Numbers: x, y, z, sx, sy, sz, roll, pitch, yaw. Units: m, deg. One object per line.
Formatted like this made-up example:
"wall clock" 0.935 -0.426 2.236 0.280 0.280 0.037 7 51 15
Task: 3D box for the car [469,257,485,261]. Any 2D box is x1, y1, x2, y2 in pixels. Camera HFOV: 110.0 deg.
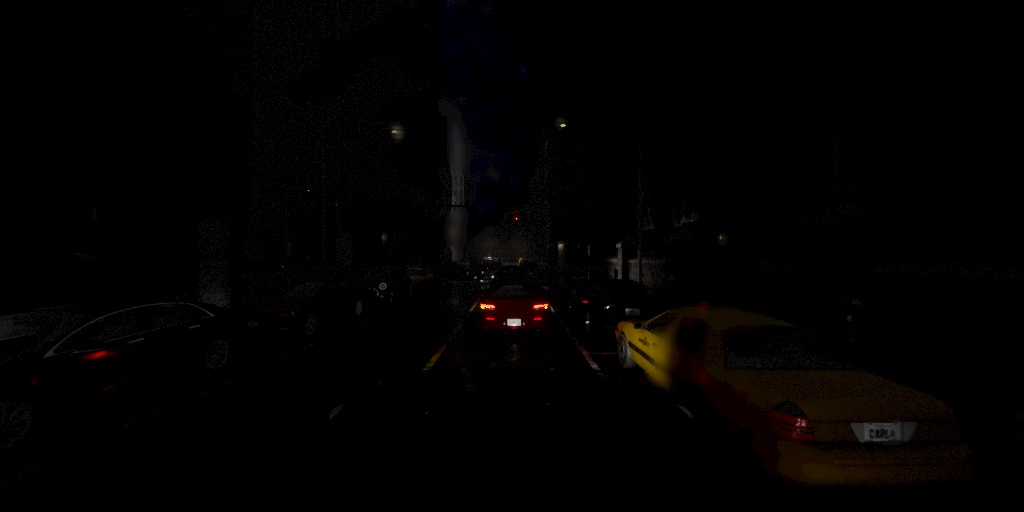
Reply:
"car" -5.811 1.078 58.575 2.192 1.841 5.009 0 0 0

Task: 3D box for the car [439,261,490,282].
"car" -4.247 1.320 28.755 1.895 1.301 4.718 0 1 -44

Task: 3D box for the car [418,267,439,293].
"car" -5.778 1.277 20.997 1.751 1.417 4.829 0 0 0

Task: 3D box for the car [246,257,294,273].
"car" -22.408 0.867 32.604 4.674 1.442 1.812 1 0 0

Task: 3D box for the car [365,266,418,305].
"car" -5.774 1.190 15.711 1.967 1.591 4.097 0 0 0

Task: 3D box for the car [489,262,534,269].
"car" 0.004 1.256 18.964 1.837 1.490 4.892 0 0 0

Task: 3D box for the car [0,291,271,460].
"car" -5.764 1.300 4.797 2.007 1.370 4.403 0 0 0

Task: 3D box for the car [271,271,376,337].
"car" -5.769 1.295 10.254 1.888 1.381 4.507 0 0 0

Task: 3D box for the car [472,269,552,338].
"car" 0.063 1.276 10.097 1.812 1.442 4.674 0 0 0

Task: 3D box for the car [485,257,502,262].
"car" -3.133 1.328 57.953 1.994 1.385 4.181 0 0 0

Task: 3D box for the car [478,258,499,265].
"car" -3.138 1.285 47.985 1.812 1.442 4.674 0 0 0

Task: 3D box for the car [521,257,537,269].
"car" 2.719 1.201 53.145 1.967 1.591 4.097 0 0 0

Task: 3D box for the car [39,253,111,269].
"car" -39.183 0.528 32.569 4.892 1.490 1.837 1 0 0

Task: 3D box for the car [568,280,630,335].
"car" 2.756 1.316 10.263 1.948 1.339 4.313 0 0 0

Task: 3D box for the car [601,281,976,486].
"car" 2.761 1.275 4.976 1.751 1.417 4.829 0 0 0
